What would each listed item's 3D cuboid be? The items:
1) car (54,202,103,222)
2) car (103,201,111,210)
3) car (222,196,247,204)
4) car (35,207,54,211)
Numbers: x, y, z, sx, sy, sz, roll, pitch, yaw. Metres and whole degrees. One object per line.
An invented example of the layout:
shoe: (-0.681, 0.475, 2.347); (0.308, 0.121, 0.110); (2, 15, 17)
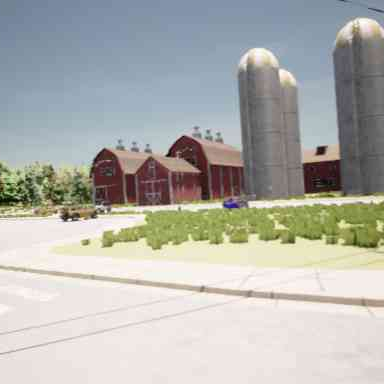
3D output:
car: (-13.145, 2.379, 38.863); (1.932, 1.855, 4.605); (-4, 0, 31)
car: (-15.143, 2.572, 55.460); (1.905, 1.878, 3.866); (-4, 0, 31)
car: (5.645, 1.365, 43.116); (2.242, 1.667, 4.611); (-4, 0, 31)
car: (-26.992, 3.547, 61.846); (1.816, 1.474, 4.193); (-4, 0, 31)
